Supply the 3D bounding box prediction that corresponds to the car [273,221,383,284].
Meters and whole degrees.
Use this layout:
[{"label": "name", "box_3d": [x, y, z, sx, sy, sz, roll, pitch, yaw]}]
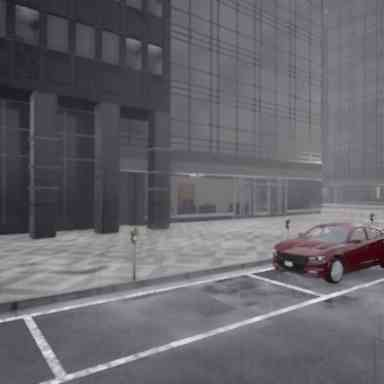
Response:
[{"label": "car", "box_3d": [4.272, 1.573, 9.695, 4.507, 1.381, 1.887, 0, 0, -36]}]
